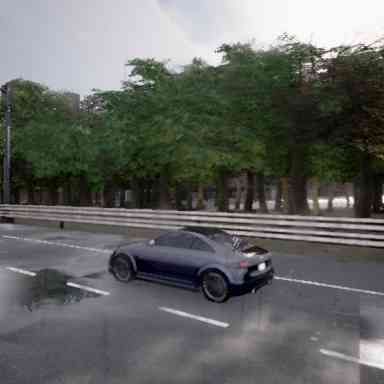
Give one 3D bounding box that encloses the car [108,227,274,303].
[{"bbox_3d":[-0.141,1.571,8.271,4.181,1.385,1.994,0,0,36],"label":"car"}]
